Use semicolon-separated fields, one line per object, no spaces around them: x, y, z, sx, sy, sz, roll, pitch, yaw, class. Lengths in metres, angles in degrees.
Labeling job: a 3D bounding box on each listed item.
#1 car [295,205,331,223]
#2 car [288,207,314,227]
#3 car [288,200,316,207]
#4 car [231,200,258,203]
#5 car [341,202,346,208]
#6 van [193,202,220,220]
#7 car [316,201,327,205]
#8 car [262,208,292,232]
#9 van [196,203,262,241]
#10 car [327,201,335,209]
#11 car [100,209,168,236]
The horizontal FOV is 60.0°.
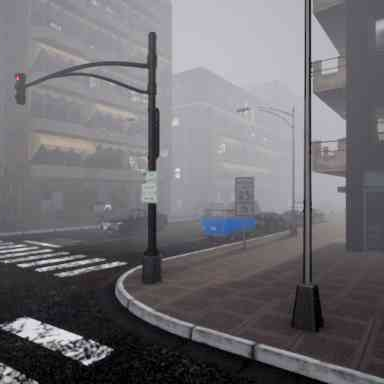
11.697;2.232;32.443;2.008;1.369;4.403;-1;-2;35;car
8.485;2.157;27.929;1.802;1.307;4.206;-1;-2;35;car
15.548;2.179;47.607;2.150;2.045;5.566;0;-1;36;car
4.798;1.820;32.648;2.150;2.045;5.566;0;-1;36;car
40.091;3.374;86.754;1.752;1.417;4.829;-1;-2;35;car
1.653;1.901;32.731;1.690;1.788;3.998;-1;-2;35;van
24.131;2.888;64.320;1.802;1.307;4.206;-1;-2;35;car
5.275;2.034;23.416;1.947;1.339;4.313;-1;-2;35;car
2.200;1.703;18.809;1.690;1.788;3.998;-1;-2;35;van
27.342;2.727;68.840;2.192;1.841;5.009;-1;-2;35;car
-3.520;1.814;20.963;2.128;1.511;4.902;0;-1;35;car
